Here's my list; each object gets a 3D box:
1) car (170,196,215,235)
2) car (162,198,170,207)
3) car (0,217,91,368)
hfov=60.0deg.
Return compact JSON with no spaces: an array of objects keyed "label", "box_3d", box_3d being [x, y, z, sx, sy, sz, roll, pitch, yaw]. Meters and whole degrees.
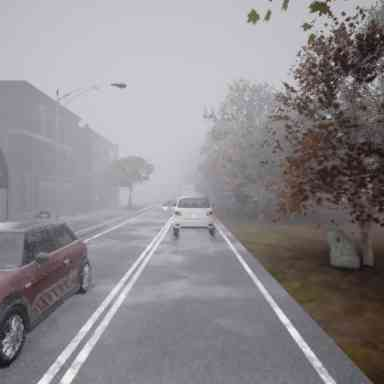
[{"label":"car","box_3d":[0.107,1.219,18.940,2.150,2.045,5.566,0,0,0]},{"label":"car","box_3d":[-3.298,1.549,50.279,1.994,1.385,4.181,0,0,0]},{"label":"car","box_3d":[-3.346,1.352,5.709,2.097,1.767,4.553,0,0,0]}]
